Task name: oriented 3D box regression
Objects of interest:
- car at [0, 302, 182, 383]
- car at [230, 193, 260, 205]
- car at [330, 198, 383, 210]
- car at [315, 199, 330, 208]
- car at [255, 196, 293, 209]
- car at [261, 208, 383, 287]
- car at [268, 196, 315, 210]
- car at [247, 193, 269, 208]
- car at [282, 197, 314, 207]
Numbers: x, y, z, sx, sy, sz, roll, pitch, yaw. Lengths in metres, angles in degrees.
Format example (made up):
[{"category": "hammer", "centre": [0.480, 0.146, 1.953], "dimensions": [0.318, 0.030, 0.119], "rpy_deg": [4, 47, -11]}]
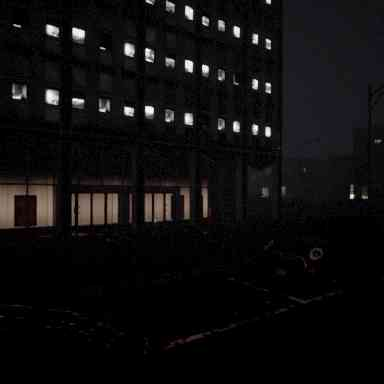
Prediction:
[{"category": "car", "centre": [-2.212, 1.526, 1.800], "dimensions": [4.674, 1.442, 1.812], "rpy_deg": [0, 0, -36]}, {"category": "car", "centre": [9.120, 1.153, 57.598], "dimensions": [2.192, 1.841, 5.009], "rpy_deg": [1, 0, -35]}, {"category": "car", "centre": [17.795, 1.455, 34.887], "dimensions": [2.033, 1.411, 5.357], "rpy_deg": [0, 0, -35]}, {"category": "car", "centre": [18.477, 1.432, 44.080], "dimensions": [1.752, 1.417, 4.829], "rpy_deg": [1, 0, -35]}, {"category": "car", "centre": [10.932, 1.334, 44.794], "dimensions": [1.882, 1.535, 5.008], "rpy_deg": [0, 0, -35]}, {"category": "car", "centre": [3.821, 1.438, 9.294], "dimensions": [4.097, 1.590, 1.967], "rpy_deg": [0, 0, -36]}, {"category": "car", "centre": [11.682, 1.415, 39.172], "dimensions": [2.008, 1.369, 4.403], "rpy_deg": [1, 0, -35]}, {"category": "car", "centre": [8.533, 1.156, 43.725], "dimensions": [2.192, 1.841, 5.009], "rpy_deg": [1, 0, -35]}, {"category": "car", "centre": [15.421, 1.465, 48.493], "dimensions": [1.802, 1.307, 4.206], "rpy_deg": [1, 0, -35]}]
